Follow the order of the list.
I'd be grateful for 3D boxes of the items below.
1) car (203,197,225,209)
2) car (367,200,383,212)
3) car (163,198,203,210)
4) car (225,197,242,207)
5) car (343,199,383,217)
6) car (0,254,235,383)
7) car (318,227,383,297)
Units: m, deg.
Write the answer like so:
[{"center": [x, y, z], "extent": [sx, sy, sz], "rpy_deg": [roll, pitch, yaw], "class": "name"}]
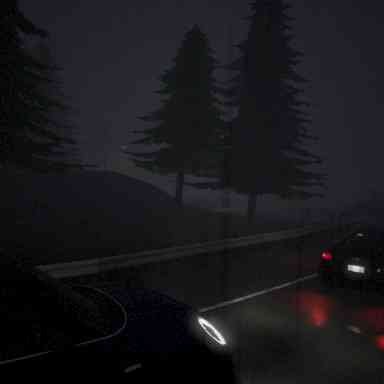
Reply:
[{"center": [1.580, 1.507, 44.516], "extent": [4.674, 1.442, 1.812], "rpy_deg": [0, 0, 35], "class": "car"}, {"center": [22.912, 1.605, 38.238], "extent": [4.718, 1.301, 1.895], "rpy_deg": [0, 0, 35], "class": "car"}, {"center": [-1.468, 1.453, 42.352], "extent": [5.008, 1.535, 1.882], "rpy_deg": [0, 0, 35], "class": "car"}, {"center": [5.218, 1.484, 50.497], "extent": [4.892, 1.490, 1.837], "rpy_deg": [0, 0, 35], "class": "car"}, {"center": [16.535, 1.555, 29.882], "extent": [5.357, 1.411, 2.033], "rpy_deg": [0, 0, 35], "class": "car"}, {"center": [-1.788, 1.352, 2.767], "extent": [4.553, 1.767, 2.097], "rpy_deg": [0, 0, -36], "class": "car"}, {"center": [4.908, 1.564, 8.243], "extent": [4.181, 1.385, 1.994], "rpy_deg": [0, 0, -42], "class": "car"}]
